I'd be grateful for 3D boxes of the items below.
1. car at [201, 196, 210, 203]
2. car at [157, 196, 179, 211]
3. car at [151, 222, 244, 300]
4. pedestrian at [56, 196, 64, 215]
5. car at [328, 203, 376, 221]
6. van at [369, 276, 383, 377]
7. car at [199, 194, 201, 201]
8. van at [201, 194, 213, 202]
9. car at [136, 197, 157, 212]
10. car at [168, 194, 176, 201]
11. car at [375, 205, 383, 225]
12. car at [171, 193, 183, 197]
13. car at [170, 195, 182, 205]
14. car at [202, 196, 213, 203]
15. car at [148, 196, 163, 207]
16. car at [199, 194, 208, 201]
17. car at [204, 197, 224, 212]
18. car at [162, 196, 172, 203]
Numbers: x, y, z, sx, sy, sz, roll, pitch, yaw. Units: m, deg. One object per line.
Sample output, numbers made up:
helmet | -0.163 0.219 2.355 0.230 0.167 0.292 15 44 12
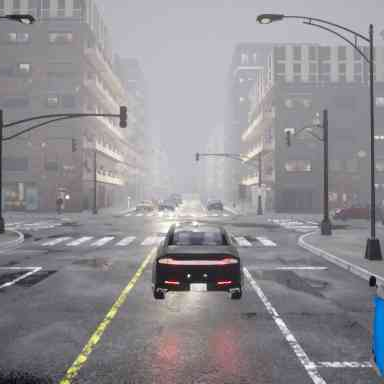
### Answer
car | 2.862 1.615 73.702 1.802 1.307 4.206 1 0 0
car | -3.013 1.564 40.843 2.033 1.411 5.357 0 0 0
car | 0.119 1.495 8.389 2.128 1.511 4.902 0 0 0
pedestrian | -12.471 1.219 31.322 0.375 1.860 0.375 0 -1 1
car | 13.703 1.609 28.008 4.097 1.590 1.967 0 -1 1
van | 2.678 1.342 1.900 1.690 1.788 3.998 1 0 0
car | 2.851 1.555 68.230 1.752 1.417 4.829 1 0 0
van | 2.830 1.365 56.774 1.690 1.788 3.998 1 0 0
car | -5.590 1.541 39.695 1.752 1.417 4.829 1 0 0
car | -5.479 1.484 90.649 1.967 1.590 4.097 1 0 0
car | 13.581 1.584 19.627 4.313 1.339 1.947 0 -1 1
car | -2.929 1.248 61.484 2.150 2.045 5.566 0 0 1
car | -2.984 1.546 50.747 1.812 1.442 4.674 0 0 0
car | 2.801 1.569 45.490 2.008 1.369 4.403 1 0 0
car | -5.565 1.461 51.150 1.967 1.590 4.097 1 0 0
car | 2.891 1.356 84.987 2.192 1.841 5.009 1 0 0
car | 2.789 1.582 39.847 1.947 1.339 4.313 1 0 0
car | -5.517 1.578 73.721 1.887 1.381 4.507 1 0 0
